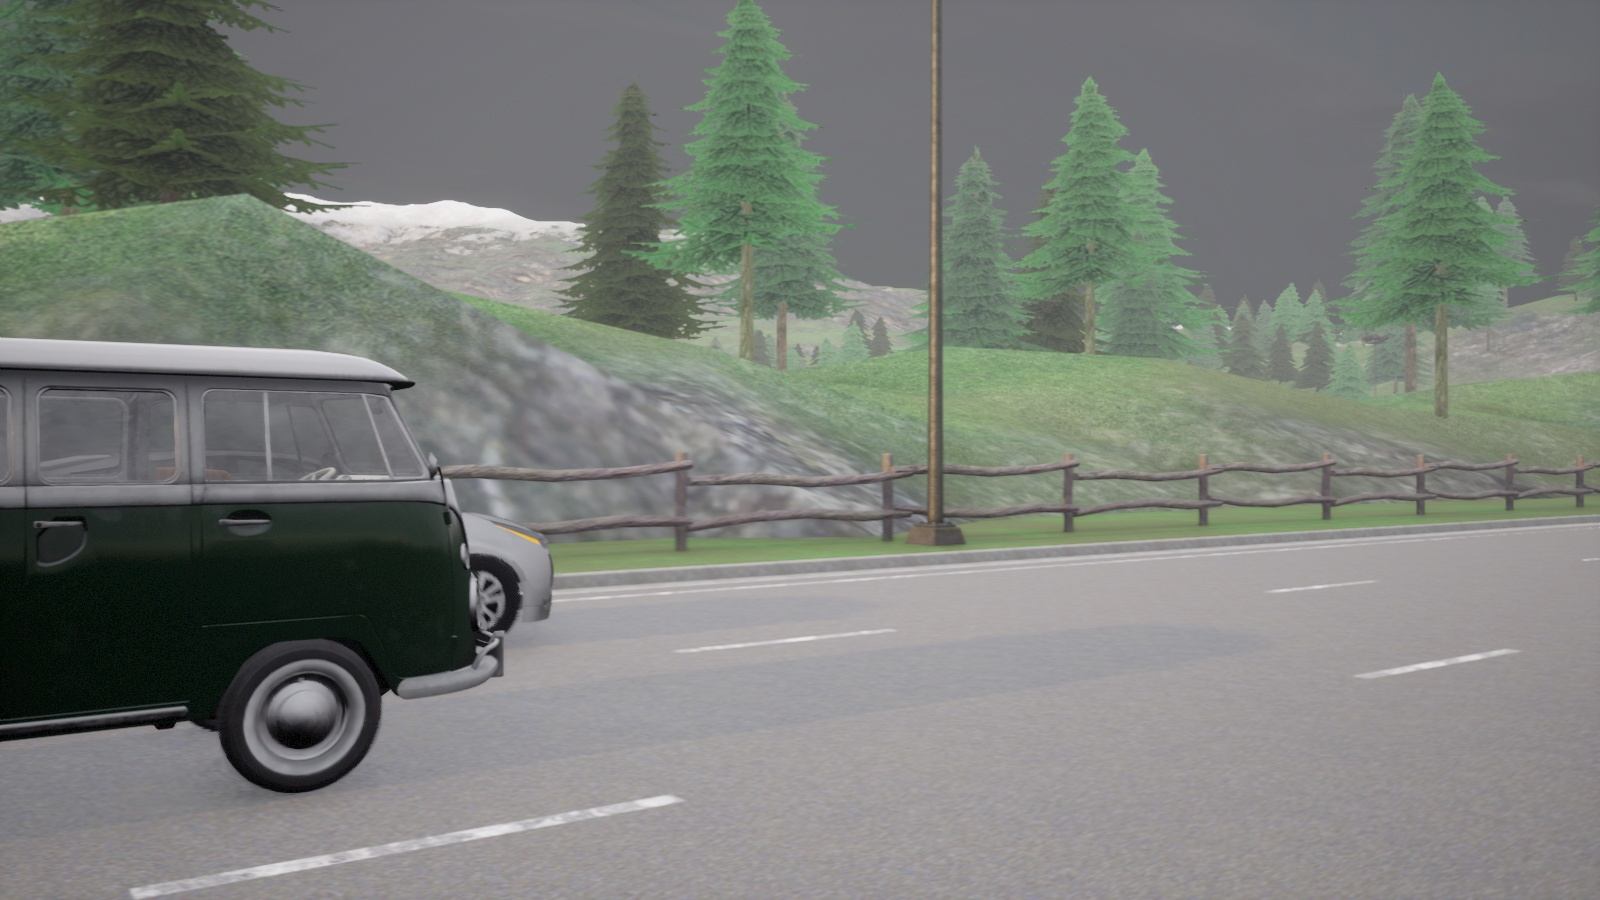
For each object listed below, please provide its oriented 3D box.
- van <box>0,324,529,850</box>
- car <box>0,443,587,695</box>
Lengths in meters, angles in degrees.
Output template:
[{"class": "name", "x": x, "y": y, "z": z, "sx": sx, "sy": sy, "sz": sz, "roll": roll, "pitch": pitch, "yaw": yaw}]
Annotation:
[{"class": "van", "x": -3.617, "y": 0.519, "z": 5.407, "sx": 4.442, "sy": 1.987, "sz": 1.775, "roll": 0, "pitch": 0, "yaw": -35}, {"class": "car", "x": -4.090, "y": 0.724, "z": 9.341, "sx": 4.514, "sy": 1.525, "sz": 2.007, "roll": 0, "pitch": 0, "yaw": -35}]
